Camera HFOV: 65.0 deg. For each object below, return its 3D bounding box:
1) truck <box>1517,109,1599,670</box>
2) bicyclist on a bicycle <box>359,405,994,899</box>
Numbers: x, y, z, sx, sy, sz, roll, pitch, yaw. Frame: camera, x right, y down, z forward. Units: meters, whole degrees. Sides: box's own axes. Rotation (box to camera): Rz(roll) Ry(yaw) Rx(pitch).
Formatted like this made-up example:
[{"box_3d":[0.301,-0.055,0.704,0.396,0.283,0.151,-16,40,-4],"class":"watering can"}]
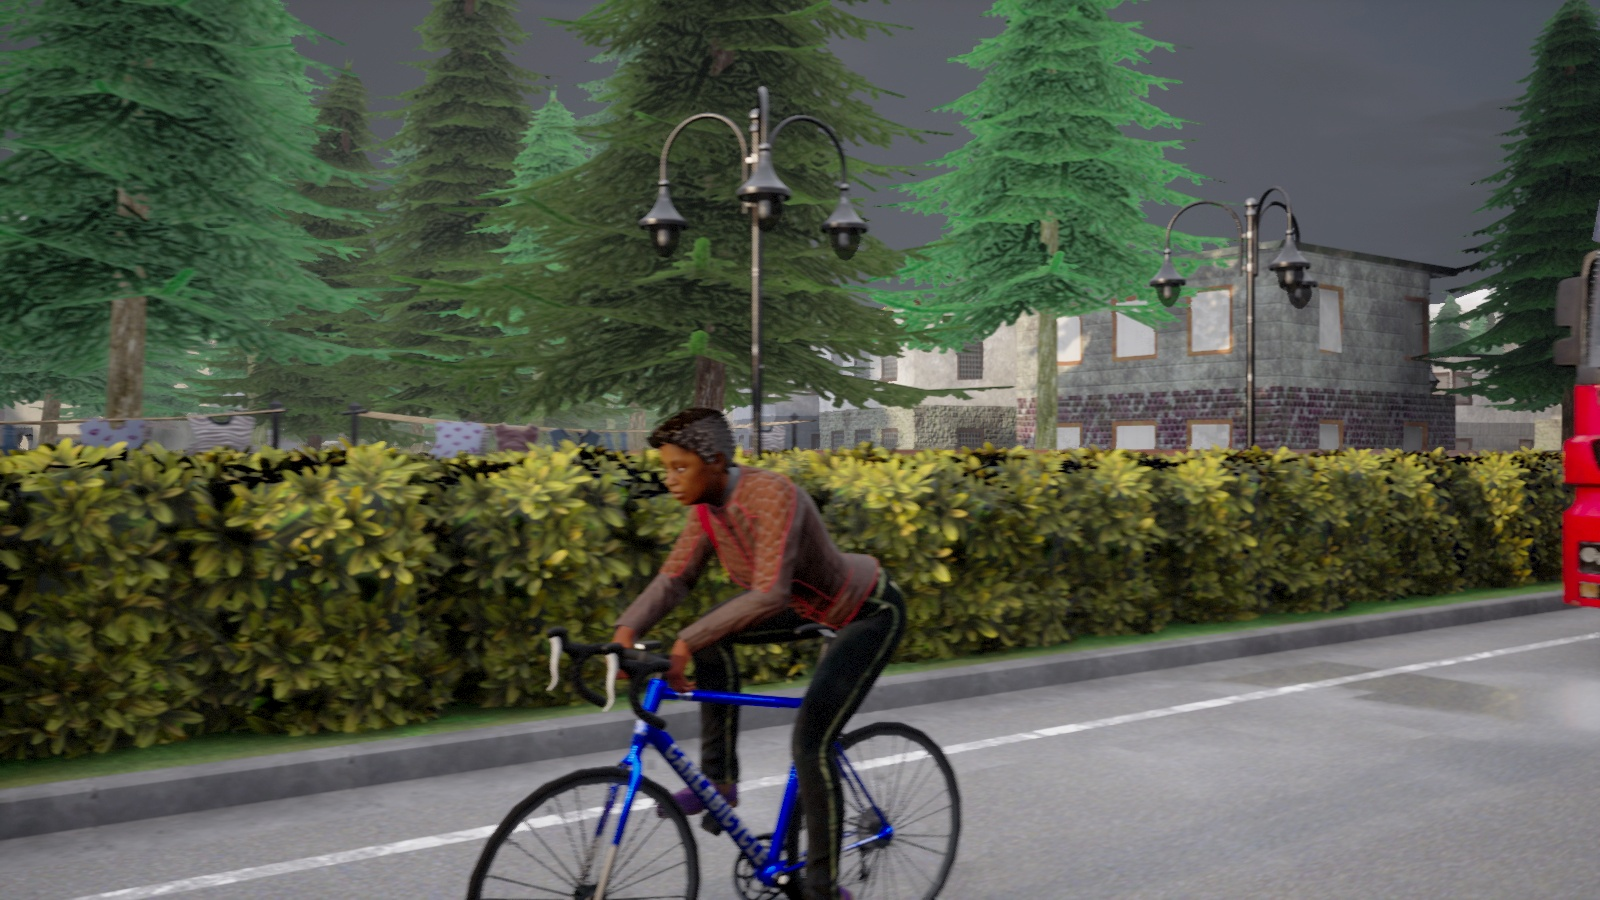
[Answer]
[{"box_3d":[9.452,-0.415,10.242,8.468,3.827,2.891,0,0,-35],"class":"truck"},{"box_3d":[-0.280,0.707,3.463,1.656,1.620,0.582,0,0,-35],"class":"bicyclist on a bicycle"}]
